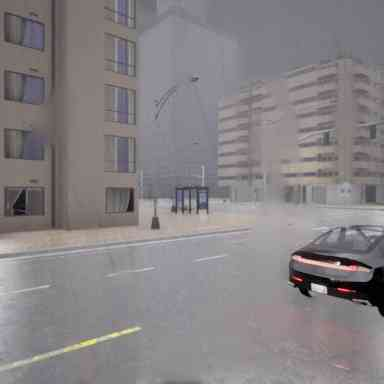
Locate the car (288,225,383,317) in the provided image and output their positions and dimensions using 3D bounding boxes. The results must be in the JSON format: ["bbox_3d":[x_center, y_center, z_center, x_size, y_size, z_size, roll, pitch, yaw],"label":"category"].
[{"bbox_3d":[4.130,1.491,7.394,4.902,1.511,2.128,0,0,-39],"label":"car"}]
